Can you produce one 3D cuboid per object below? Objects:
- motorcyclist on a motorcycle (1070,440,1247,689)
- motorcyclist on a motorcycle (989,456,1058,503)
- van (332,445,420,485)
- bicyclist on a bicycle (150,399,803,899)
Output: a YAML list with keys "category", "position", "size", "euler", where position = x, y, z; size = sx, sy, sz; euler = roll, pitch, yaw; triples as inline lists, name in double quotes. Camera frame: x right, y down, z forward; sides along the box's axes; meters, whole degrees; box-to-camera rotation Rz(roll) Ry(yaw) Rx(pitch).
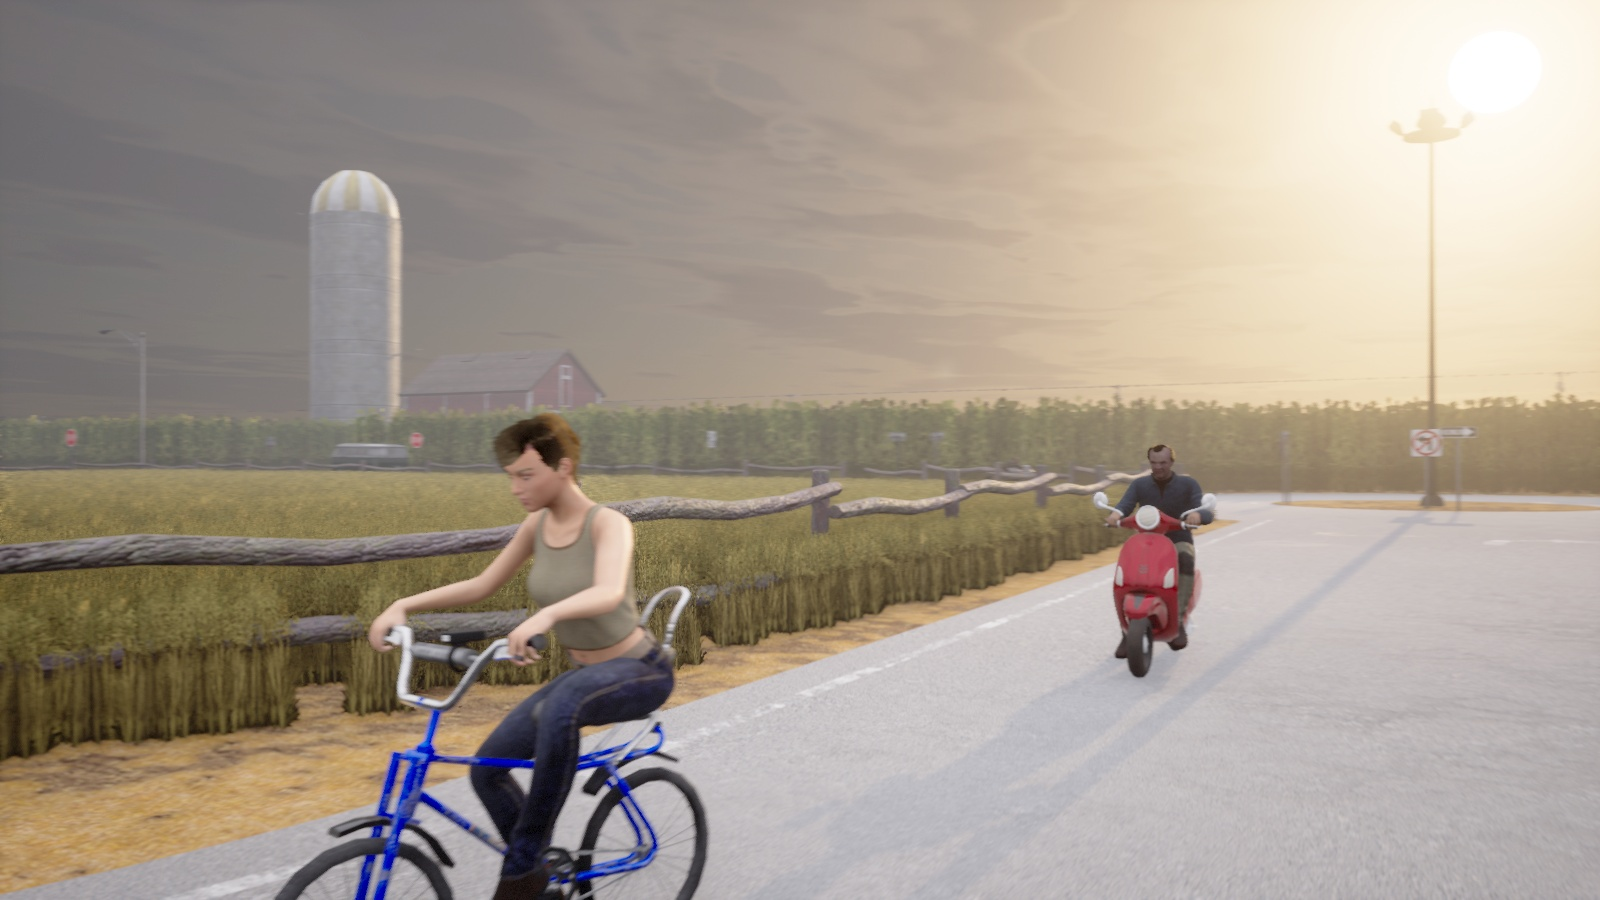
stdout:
- category: "motorcyclist on a motorcycle"
  position: [2.619, 0.735, 9.027]
  size: [0.866, 1.590, 1.817]
  euler: [0, 0, 27]
- category: "motorcyclist on a motorcycle"
  position: [7.496, 0.965, 42.172]
  size: [0.866, 1.530, 2.191]
  euler: [-2, 1, -40]
- category: "van"
  position: [-21.720, 0.739, 64.309]
  size: [4.442, 1.987, 1.775]
  euler: [0, 0, 31]
- category: "bicyclist on a bicycle"
  position: [-0.816, 0.704, 3.452]
  size: [0.866, 1.612, 1.509]
  euler: [0, 0, 41]
